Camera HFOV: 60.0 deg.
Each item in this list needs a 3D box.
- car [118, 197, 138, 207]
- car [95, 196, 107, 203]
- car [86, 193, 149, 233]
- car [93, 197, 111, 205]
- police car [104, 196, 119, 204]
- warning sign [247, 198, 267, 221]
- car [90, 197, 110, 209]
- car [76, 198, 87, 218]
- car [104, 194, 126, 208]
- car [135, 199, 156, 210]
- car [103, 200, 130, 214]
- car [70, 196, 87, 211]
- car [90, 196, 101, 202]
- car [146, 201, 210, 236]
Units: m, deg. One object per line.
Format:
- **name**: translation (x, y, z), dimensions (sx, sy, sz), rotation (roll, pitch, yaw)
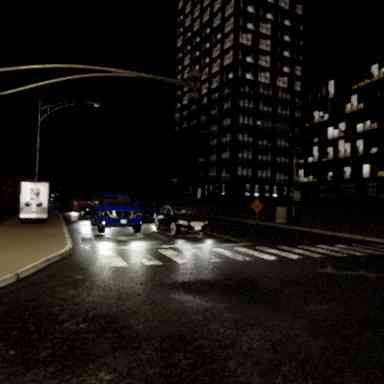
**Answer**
- **car**: translation (-11.262, 1.733, 58.012), dimensions (2.128, 1.511, 4.902), rotation (2, -1, -26)
- **car**: translation (-22.443, 1.749, 81.921), dimensions (1.882, 1.535, 5.008), rotation (3, -1, -28)
- **car**: translation (-4.354, 1.076, 18.676), dimensions (2.150, 2.045, 5.566), rotation (2, -1, -23)
- **car**: translation (-16.880, 1.665, 62.232), dimensions (2.033, 1.411, 5.357), rotation (3, -1, -26)
- **police car**: translation (-17.767, 1.703, 73.100), dimensions (1.930, 1.638, 5.238), rotation (3, -1, -27)
- **warning sign**: translation (5.478, 1.457, 28.091), dimensions (1.300, 1.860, 1.060), rotation (1, -1, -23)
- **car**: translation (-12.762, 1.512, 45.968), dimensions (1.812, 1.442, 4.674), rotation (2, -1, -26)
- **car**: translation (-8.175, 1.457, 27.664), dimensions (1.895, 1.301, 4.718), rotation (2, -1, -23)
- **car**: translation (-12.204, 1.339, 52.684), dimensions (2.150, 2.045, 5.566), rotation (2, -1, -25)
- **car**: translation (-6.912, 1.806, 48.974), dimensions (1.994, 1.385, 4.181), rotation (2, -1, -25)
- **car**: translation (-8.175, 1.584, 35.759), dimensions (1.895, 1.301, 4.718), rotation (2, -1, -24)
- **car**: translation (-12.263, 1.210, 36.962), dimensions (2.097, 1.767, 4.553), rotation (2, -1, -24)
- **car**: translation (-25.347, 1.792, 87.236), dimensions (1.812, 1.442, 4.674), rotation (3, -1, -29)
- **car**: translation (-0.660, 1.469, 18.225), dimensions (2.128, 1.511, 4.902), rotation (2, -1, -23)
